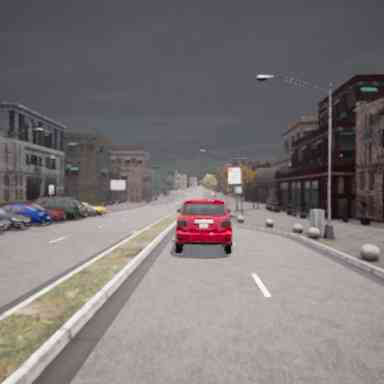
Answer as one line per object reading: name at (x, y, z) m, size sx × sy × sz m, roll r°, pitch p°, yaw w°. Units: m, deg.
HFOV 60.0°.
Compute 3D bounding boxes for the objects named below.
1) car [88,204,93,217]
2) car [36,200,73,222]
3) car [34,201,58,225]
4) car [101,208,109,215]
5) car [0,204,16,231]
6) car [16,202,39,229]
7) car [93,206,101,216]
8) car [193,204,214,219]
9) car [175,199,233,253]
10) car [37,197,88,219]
car at (-12.296, 1.624, 31.593) m, size 4.553 × 1.767 × 2.185 m, roll 0°, pitch -1°, yaw 1°
car at (-12.454, 1.652, 26.083) m, size 5.008 × 1.535 × 2.097 m, roll 0°, pitch -1°, yaw 1°
car at (-12.504, 1.610, 23.327) m, size 5.008 × 1.535 × 2.097 m, roll 0°, pitch -1°, yaw 1°
car at (-12.023, 1.858, 37.098) m, size 5.366 × 1.575 × 1.946 m, roll 0°, pitch -1°, yaw 1°
car at (-12.636, 1.536, 17.817) m, size 4.892 × 1.521 × 2.231 m, roll 0°, pitch -1°, yaw 1°
car at (-12.575, 1.571, 20.572) m, size 4.892 × 1.521 × 2.231 m, roll 0°, pitch -1°, yaw 1°
car at (-12.272, 1.843, 34.345) m, size 4.674 × 1.452 × 2.002 m, roll 0°, pitch -1°, yaw 1°
car at (1.176, 1.965, 34.737) m, size 2.033 × 1.411 × 5.357 m, roll 0°, pitch -1°, yaw 2°
car at (0.499, 1.312, 14.332) m, size 2.150 × 2.045 × 5.566 m, roll 0°, pitch -1°, yaw 2°
car at (-12.416, 1.448, 28.842) m, size 5.566 × 2.045 × 2.435 m, roll 0°, pitch -1°, yaw 1°
